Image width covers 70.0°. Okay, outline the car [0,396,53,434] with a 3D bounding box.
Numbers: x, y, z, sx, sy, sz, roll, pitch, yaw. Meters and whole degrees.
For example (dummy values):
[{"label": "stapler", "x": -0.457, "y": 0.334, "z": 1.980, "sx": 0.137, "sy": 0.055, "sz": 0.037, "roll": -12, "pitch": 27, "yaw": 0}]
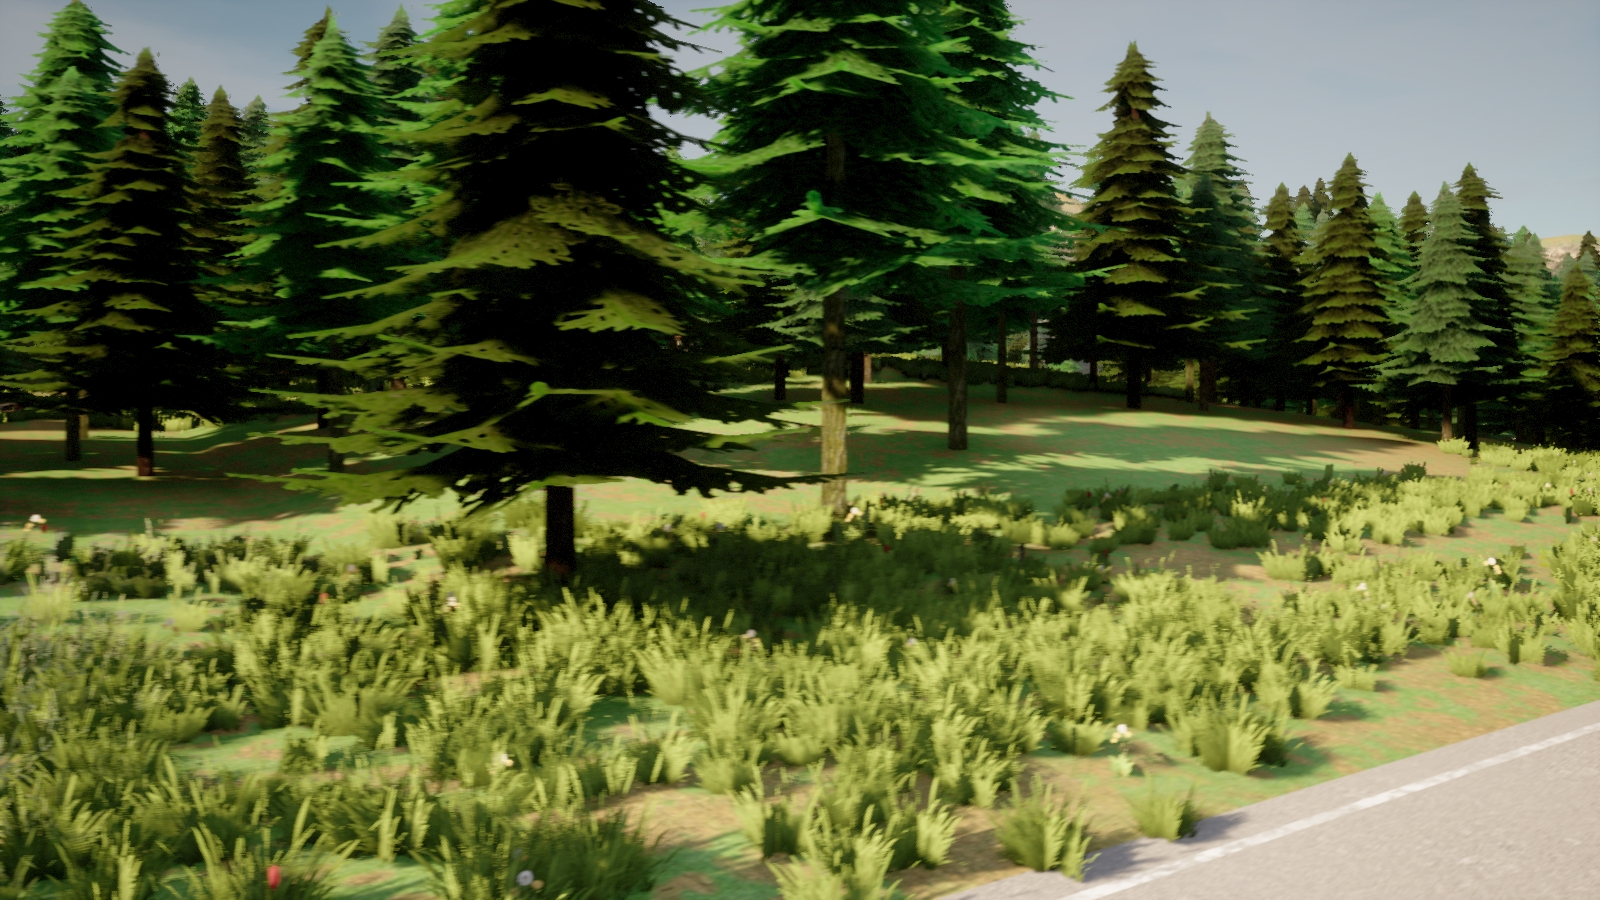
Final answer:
[{"label": "car", "x": -43.766, "y": -1.842, "z": 62.371, "sx": 4.553, "sy": 1.767, "sz": 2.097, "roll": -5, "pitch": 0, "yaw": 4}]
